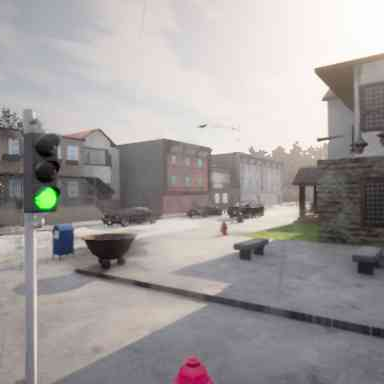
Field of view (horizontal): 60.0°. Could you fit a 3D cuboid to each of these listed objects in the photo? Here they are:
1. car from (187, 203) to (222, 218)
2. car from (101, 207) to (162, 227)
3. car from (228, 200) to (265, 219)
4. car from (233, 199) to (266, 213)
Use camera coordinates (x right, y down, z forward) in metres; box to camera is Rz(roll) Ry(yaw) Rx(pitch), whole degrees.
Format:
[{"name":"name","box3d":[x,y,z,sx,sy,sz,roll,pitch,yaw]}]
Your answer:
[{"name":"car","box3d":[1.266,1.802,33.075,1.994,1.385,4.181,-1,-1,35]},{"name":"car","box3d":[-4.483,1.839,25.004,1.895,1.301,4.718,-1,-1,35]},{"name":"car","box3d":[5.223,1.660,31.397,1.882,1.535,5.008,-1,-1,35]},{"name":"car","box3d":[7.193,1.729,41.360,2.128,1.511,4.902,-1,-1,36]}]
